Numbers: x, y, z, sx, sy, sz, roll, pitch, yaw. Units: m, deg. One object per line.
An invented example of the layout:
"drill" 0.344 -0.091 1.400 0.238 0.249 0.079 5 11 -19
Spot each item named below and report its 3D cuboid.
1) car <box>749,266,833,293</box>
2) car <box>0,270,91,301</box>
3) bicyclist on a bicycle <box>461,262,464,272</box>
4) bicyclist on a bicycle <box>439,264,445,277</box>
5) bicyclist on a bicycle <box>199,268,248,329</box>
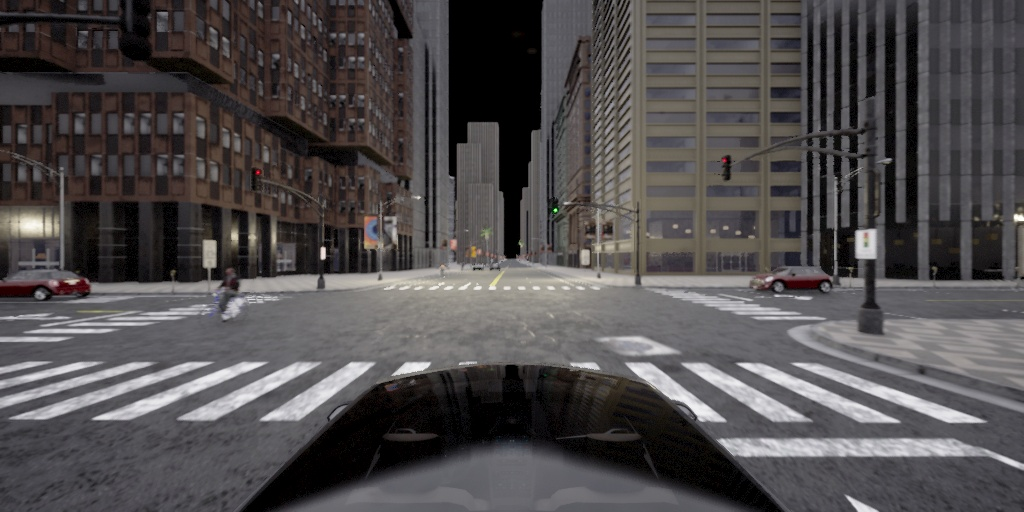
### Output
"car" 16.700 1.355 21.676 4.097 1.591 1.967 0 0 0
"car" -24.713 1.440 18.588 4.097 1.591 1.967 0 0 0
"bicyclist on a bicycle" -8.690 1.963 62.721 0.659 1.776 1.843 0 -4 0
"bicyclist on a bicycle" -8.761 1.765 45.051 0.866 1.612 1.509 0 -1 0
"bicyclist on a bicycle" -8.740 1.245 10.920 0.659 1.776 1.843 0 -1 0
